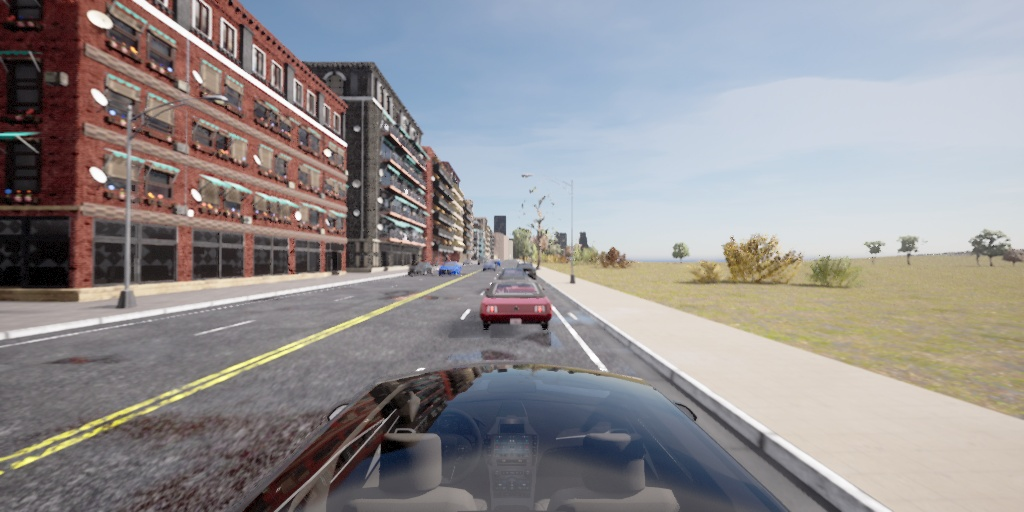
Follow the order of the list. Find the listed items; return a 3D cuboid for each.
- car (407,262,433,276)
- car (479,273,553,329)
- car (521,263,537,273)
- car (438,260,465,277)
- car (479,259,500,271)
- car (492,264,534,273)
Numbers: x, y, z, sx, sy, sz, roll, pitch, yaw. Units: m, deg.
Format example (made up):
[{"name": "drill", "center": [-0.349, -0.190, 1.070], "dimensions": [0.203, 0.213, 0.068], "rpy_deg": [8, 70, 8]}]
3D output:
[{"name": "car", "center": [-9.838, 1.390, 38.777], "dimensions": [1.837, 1.490, 4.892], "rpy_deg": [0, 0, 0]}, {"name": "car", "center": [0.102, 1.386, 11.305], "dimensions": [1.895, 1.301, 4.718], "rpy_deg": [0, 0, 0]}, {"name": "car", "center": [1.140, 1.363, 31.338], "dimensions": [1.837, 1.490, 4.892], "rpy_deg": [0, 0, 0]}, {"name": "car", "center": [-6.589, 1.361, 38.471], "dimensions": [1.882, 1.535, 5.008], "rpy_deg": [0, 0, 0]}, {"name": "car", "center": [-3.211, 1.477, 51.856], "dimensions": [2.033, 1.411, 5.357], "rpy_deg": [0, 0, 0]}, {"name": "car", "center": [0.094, 1.386, 21.346], "dimensions": [1.994, 1.385, 4.181], "rpy_deg": [0, 0, 1]}]
